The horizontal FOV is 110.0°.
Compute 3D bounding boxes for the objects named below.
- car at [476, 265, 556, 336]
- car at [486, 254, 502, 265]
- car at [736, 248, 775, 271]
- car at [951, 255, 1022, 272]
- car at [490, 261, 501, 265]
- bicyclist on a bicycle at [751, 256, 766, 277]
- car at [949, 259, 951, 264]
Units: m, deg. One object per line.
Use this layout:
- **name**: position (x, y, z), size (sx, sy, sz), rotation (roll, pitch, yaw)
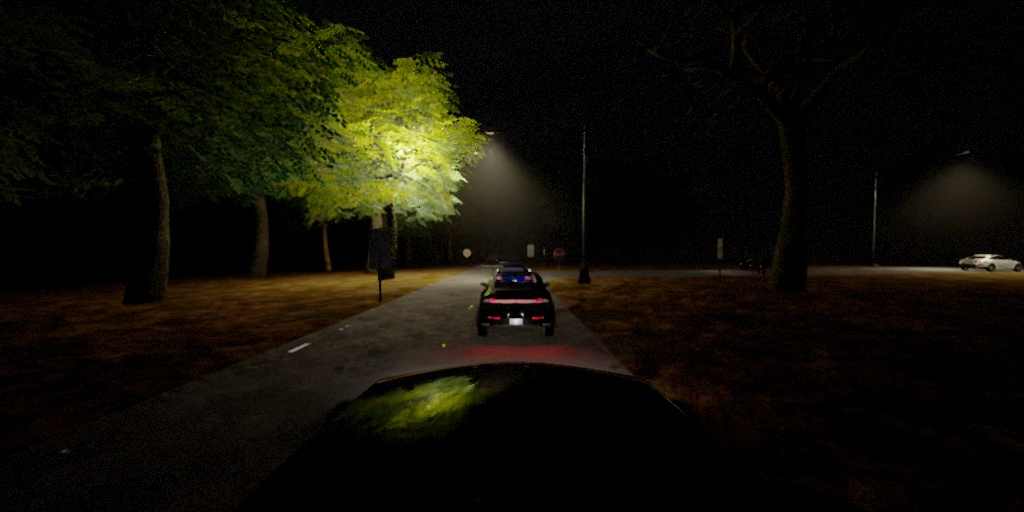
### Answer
- **car**: position (0.094, 1.162, 10.061), size (2.128, 1.511, 4.902), rotation (0, 1, 0)
- **car**: position (-3.062, 0.596, 56.172), size (1.882, 1.535, 5.008), rotation (0, 1, 0)
- **car**: position (24.116, 0.316, 33.530), size (5.566, 2.045, 2.150), rotation (-1, 2, -2)
- **car**: position (42.303, 0.596, 31.775), size (4.674, 1.442, 1.812), rotation (0, 2, -8)
- **car**: position (0.083, 1.141, 19.133), size (1.994, 1.385, 4.181), rotation (0, 1, 0)
- **bicyclist on a bicycle**: position (18.549, 0.795, 27.053), size (0.582, 1.620, 1.656), rotation (-1, 0, 0)
- **car**: position (46.085, 0.589, 35.367), size (4.718, 1.301, 1.895), rotation (0, 2, -8)
